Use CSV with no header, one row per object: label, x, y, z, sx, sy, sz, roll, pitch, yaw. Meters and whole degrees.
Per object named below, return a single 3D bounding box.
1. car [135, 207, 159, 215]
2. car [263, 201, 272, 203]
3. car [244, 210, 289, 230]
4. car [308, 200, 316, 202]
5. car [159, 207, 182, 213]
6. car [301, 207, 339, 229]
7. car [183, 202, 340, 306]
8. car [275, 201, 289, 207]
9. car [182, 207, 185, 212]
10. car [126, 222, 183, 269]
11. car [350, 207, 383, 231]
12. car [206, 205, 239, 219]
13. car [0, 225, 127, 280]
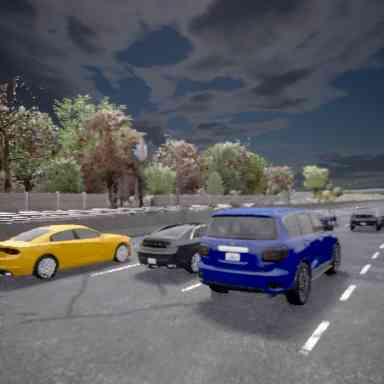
car,-5.990,2.884,46.503,1.812,1.442,4.674,-2,-2,35
car,18.961,2.937,82.760,1.882,1.535,5.008,-2,-2,34
car,6.074,2.182,26.649,1.895,1.301,4.718,-2,-2,34
car,27.619,2.645,76.826,1.812,1.442,4.674,-2,-2,34
car,-1.791,2.816,46.442,2.033,1.411,5.357,-2,-2,35
car,10.354,2.018,26.716,1.812,1.442,4.674,-2,-2,34
car,2.334,1.414,8.850,2.150,2.045,5.566,-2,-2,34
car,21.848,2.899,80.781,1.994,1.385,4.181,-2,-2,34
car,1.348,2.652,44.834,2.128,1.511,4.902,-2,-2,35
car,0.180,1.823,11.878,1.837,1.490,4.892,-2,-2,34
car,12.608,1.873,23.817,1.837,1.490,4.892,-2,-2,34
car,3.929,2.519,42.416,1.882,1.535,5.008,-2,-2,35
car,-4.267,1.882,11.581,1.882,1.535,5.008,-2,-2,34
